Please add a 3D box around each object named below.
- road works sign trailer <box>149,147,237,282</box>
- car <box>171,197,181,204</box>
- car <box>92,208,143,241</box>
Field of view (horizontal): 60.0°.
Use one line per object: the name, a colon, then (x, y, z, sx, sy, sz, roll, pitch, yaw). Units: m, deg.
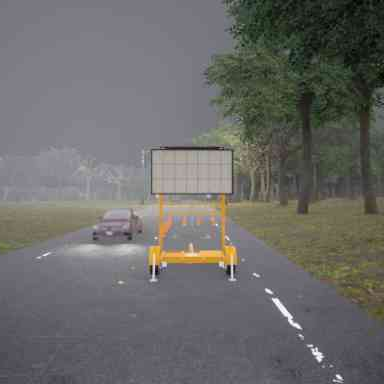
road works sign trailer: (0.000, 0.473, 9.822, 2.380, 3.560, 2.880, 0, 0, -1)
car: (-3.590, 1.893, 74.903, 1.994, 1.385, 4.181, 0, -1, 0)
car: (-3.621, 1.544, 16.873, 1.812, 1.442, 4.674, 0, 0, 0)
